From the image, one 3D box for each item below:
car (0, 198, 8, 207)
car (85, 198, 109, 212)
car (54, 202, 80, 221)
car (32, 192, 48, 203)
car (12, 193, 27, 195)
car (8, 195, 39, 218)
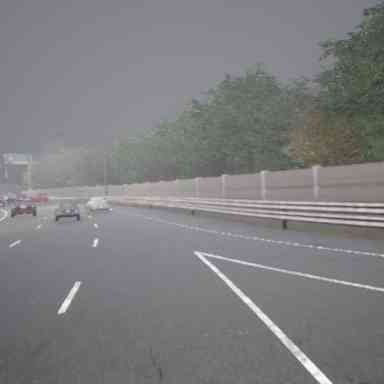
[{"bbox_3d":[-34.666,1.783,58.971,4.892,1.490,1.837,-1,1,44],"label":"car"},{"bbox_3d":[-10.275,1.353,36.039,1.812,1.442,4.674,-2,1,-26],"label":"car"},{"bbox_3d":[-10.167,1.504,27.137,2.033,1.411,5.357,-2,1,-21],"label":"car"},{"bbox_3d":[-29.606,1.143,63.779,5.566,2.045,2.150,-1,1,44],"label":"car"},{"bbox_3d":[-32.171,1.285,61.402,5.566,2.045,2.150,-1,1,44],"label":"car"},{"bbox_3d":[-16.402,1.449,32.558,2.097,1.767,4.553,-3,1,-25],"label":"car"}]
